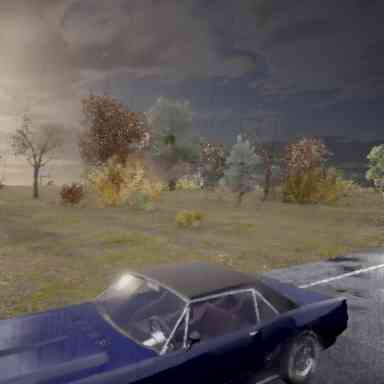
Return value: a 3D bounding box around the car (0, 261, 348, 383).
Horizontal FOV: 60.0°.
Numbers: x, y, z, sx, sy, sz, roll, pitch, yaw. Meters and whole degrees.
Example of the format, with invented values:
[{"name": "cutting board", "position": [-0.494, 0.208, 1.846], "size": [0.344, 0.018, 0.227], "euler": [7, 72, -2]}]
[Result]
[{"name": "car", "position": [-0.322, 1.601, 3.780], "size": [4.718, 1.301, 1.895], "euler": [0, 0, -36]}]
